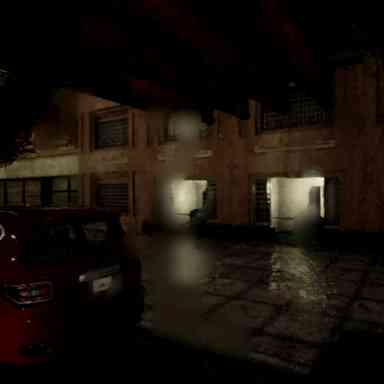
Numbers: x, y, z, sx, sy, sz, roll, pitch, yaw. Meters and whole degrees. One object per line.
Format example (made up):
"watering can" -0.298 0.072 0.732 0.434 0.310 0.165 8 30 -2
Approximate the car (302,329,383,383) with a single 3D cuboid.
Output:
"car" 2.847 1.569 1.490 4.718 1.301 1.895 0 0 33

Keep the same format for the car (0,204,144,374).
"car" -3.337 1.240 5.552 5.566 2.045 2.435 0 0 33
